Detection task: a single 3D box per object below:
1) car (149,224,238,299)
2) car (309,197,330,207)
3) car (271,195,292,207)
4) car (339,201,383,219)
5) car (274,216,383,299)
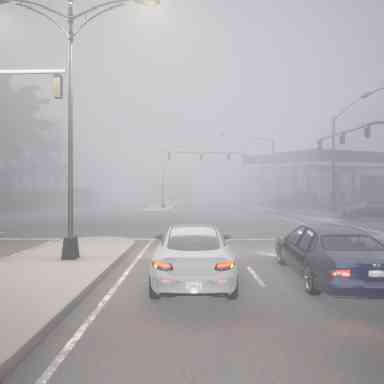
[{"bbox_3d":[0.029,1.526,8.303,1.812,1.442,4.674,0,0,0],"label":"car"},{"bbox_3d":[18.622,1.456,48.737,1.970,1.475,3.806,0,0,0],"label":"car"},{"bbox_3d":[12.882,1.295,47.935,2.242,1.667,4.611,0,0,0],"label":"car"},{"bbox_3d":[14.744,1.526,27.801,4.674,1.442,1.812,0,0,-1],"label":"car"},{"bbox_3d":[3.508,1.547,8.611,2.033,1.411,5.357,0,0,3],"label":"car"}]
